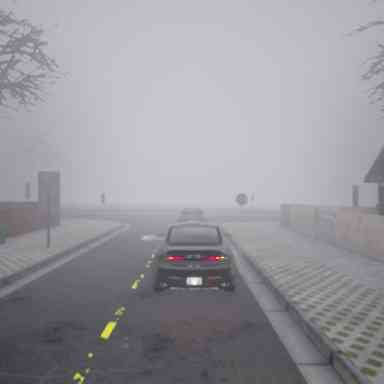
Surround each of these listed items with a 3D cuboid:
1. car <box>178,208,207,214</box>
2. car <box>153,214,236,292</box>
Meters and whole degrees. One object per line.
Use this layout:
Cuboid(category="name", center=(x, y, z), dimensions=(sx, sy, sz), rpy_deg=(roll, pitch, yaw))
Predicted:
Cuboid(category="car", center=(0.018, 1.708, 21.373), dimensions=(1.994, 1.385, 4.181), rpy_deg=(0, 0, 1))
Cuboid(category="car", center=(0.061, 1.563, 9.043), dimensions=(1.837, 1.490, 4.892), rpy_deg=(0, -1, 0))
